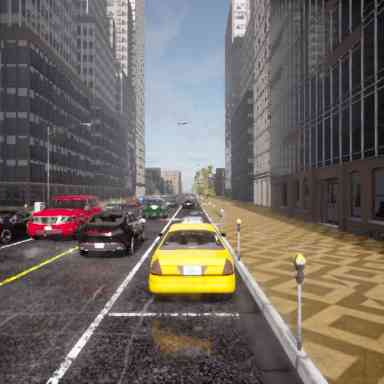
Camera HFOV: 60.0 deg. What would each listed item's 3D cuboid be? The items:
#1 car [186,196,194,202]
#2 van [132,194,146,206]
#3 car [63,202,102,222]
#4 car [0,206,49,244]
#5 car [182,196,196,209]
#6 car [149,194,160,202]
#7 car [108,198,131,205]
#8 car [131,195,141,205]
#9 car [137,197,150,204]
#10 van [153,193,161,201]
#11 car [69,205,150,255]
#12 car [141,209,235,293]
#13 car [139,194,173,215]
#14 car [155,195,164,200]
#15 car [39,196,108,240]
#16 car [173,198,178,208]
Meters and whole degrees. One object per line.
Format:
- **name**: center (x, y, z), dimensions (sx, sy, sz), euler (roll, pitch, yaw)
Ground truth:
- **car**: center (-0.452, 1.533, 78.399), dimensions (1.802, 1.307, 4.206), euler (0, 0, 0)
- **van**: center (-8.832, 1.315, 55.645), dimensions (1.690, 1.788, 3.998), euler (0, 0, 0)
- **car**: center (-8.833, 1.575, 27.183), dimensions (1.802, 1.307, 4.206), euler (0, 0, 0)
- **car**: center (-8.833, 1.563, 15.800), dimensions (1.947, 1.339, 4.313), euler (0, 0, 0)
- **car**: center (-0.452, 1.548, 44.248), dimensions (1.947, 1.339, 4.313), euler (0, 0, 0)
- **car**: center (-8.832, 1.391, 78.413), dimensions (1.967, 1.590, 4.097), euler (0, 0, 0)
- **car**: center (-8.833, 1.537, 38.569), dimensions (2.008, 1.369, 4.403), euler (0, 0, 0)
- **car**: center (-8.833, 1.523, 49.953), dimensions (1.887, 1.381, 4.507), euler (0, 0, 0)
- **car**: center (-8.833, 1.550, 61.338), dimensions (1.802, 1.307, 4.206), euler (0, 0, 0)
- **van**: center (-8.832, 1.285, 84.106), dimensions (1.690, 1.788, 3.998), euler (0, 0, 0)
- **car**: center (-3.045, 1.503, 13.344), dimensions (1.837, 1.490, 4.892), euler (0, 0, 0)
- **car**: center (0.004, 1.456, 8.839), dimensions (1.801, 1.575, 5.366), euler (0, 0, 0)
- **car**: center (-3.146, 1.343, 29.835), dimensions (2.097, 1.767, 4.553), euler (0, 0, 0)
- **car**: center (-8.833, 1.504, 89.799), dimensions (1.947, 1.339, 4.313), euler (0, 0, 0)
- **car**: center (-6.245, 1.219, 17.192), dimensions (2.150, 2.045, 5.566), euler (0, 0, 0)
- **car**: center (-3.046, 1.544, 47.267), dimensions (1.994, 1.385, 4.181), euler (0, 0, 0)
